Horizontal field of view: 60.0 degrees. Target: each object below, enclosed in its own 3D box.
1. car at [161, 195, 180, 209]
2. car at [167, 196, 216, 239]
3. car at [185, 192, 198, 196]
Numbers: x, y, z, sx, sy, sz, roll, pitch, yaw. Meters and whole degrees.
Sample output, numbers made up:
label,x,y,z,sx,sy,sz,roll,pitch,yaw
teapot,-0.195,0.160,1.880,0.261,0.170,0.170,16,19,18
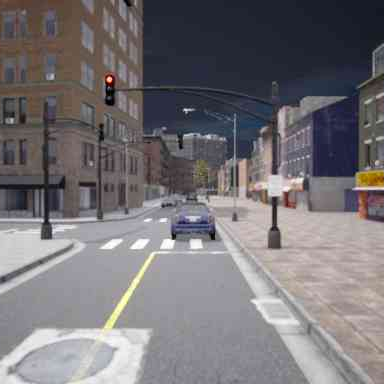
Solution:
label,x,y,z,sx,sy,sz,roll,pitch,yaw
car,-2.909,1.418,43.307,1.994,1.385,4.181,0,0,0
car,0.054,1.292,17.207,2.097,1.767,4.553,0,0,0
car,-0.087,1.033,57.593,2.150,2.045,5.566,0,0,0
